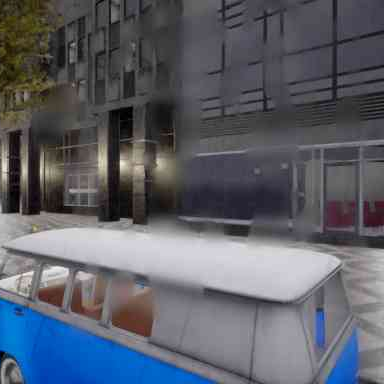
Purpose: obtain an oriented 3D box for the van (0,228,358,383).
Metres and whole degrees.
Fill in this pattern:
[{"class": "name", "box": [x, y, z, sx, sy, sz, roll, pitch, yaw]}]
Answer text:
[{"class": "van", "box": [-0.500, 1.341, 3.321, 3.998, 1.788, 1.690, 0, 0, 36]}]
